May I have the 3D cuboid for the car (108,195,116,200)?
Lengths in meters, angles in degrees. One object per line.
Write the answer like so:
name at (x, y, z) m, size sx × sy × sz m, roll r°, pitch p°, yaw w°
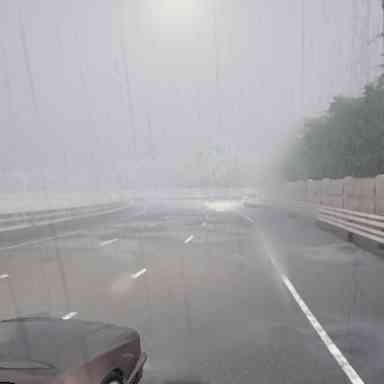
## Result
car at (-21.774, 1.593, 91.444) m, size 1.994 × 1.385 × 4.181 m, roll -1°, pitch 0°, yaw -37°

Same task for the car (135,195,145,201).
car at (-13.464, 1.603, 84.583) m, size 2.128 × 1.511 × 4.902 m, roll -1°, pitch 0°, yaw -31°

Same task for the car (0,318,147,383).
car at (-1.986, 1.569, 1.442) m, size 2.033 × 1.411 × 5.357 m, roll -1°, pitch 0°, yaw 14°

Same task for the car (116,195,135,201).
car at (-16.583, 1.662, 82.998) m, size 1.994 × 1.385 × 4.181 m, roll -1°, pitch 0°, yaw -31°

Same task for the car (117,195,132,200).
car at (-18.897, 1.550, 93.436) m, size 2.033 × 1.411 × 5.357 m, roll -1°, pitch 0°, yaw -37°
